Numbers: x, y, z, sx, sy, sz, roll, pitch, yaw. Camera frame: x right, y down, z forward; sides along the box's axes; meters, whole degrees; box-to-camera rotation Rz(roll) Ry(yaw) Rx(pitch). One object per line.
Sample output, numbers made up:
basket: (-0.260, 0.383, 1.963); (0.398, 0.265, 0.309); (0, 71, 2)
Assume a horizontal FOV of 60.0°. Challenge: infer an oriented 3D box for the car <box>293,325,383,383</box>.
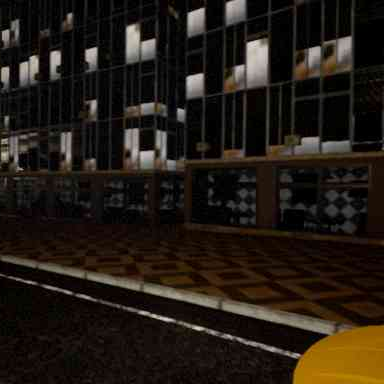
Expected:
car: (2.984, 1.476, 1.481); (5.008, 1.535, 1.882); (0, 0, 36)
